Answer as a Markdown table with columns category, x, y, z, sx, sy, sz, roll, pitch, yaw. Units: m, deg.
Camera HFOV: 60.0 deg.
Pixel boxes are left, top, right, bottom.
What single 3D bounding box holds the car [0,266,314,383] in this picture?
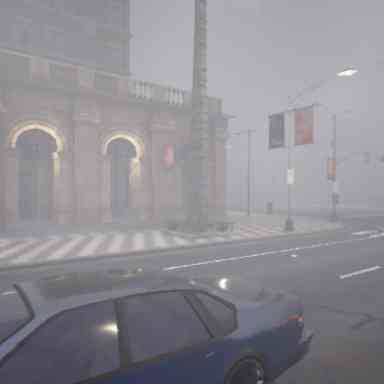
| category | x | y | z | sx | sy | sz | roll | pitch | yaw |
| --- | --- | --- | --- | --- | --- | --- | --- | --- | --- |
| car | -1.080 | 1.549 | 3.210 | 5.357 | 1.411 | 2.033 | 0 | 0 | -35 |
